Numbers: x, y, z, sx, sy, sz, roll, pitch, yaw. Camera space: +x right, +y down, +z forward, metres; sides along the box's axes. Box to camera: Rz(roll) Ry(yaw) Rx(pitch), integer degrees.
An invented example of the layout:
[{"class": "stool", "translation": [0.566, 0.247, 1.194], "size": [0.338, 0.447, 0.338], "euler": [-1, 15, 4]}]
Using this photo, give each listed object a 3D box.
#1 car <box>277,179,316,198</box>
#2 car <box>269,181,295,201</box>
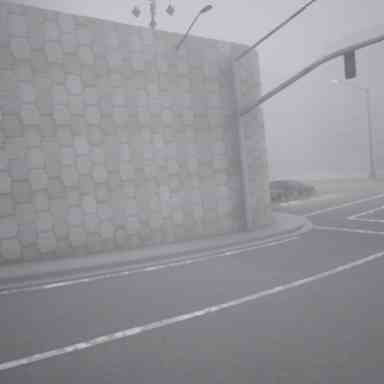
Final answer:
[{"class": "car", "translation": [8.497, -0.349, 29.419], "size": [1.837, 1.490, 4.892], "euler": [-9, 5, -35]}, {"class": "car", "translation": [5.451, 0.119, 27.723], "size": [2.033, 1.411, 5.357], "euler": [-9, 5, -35]}]
